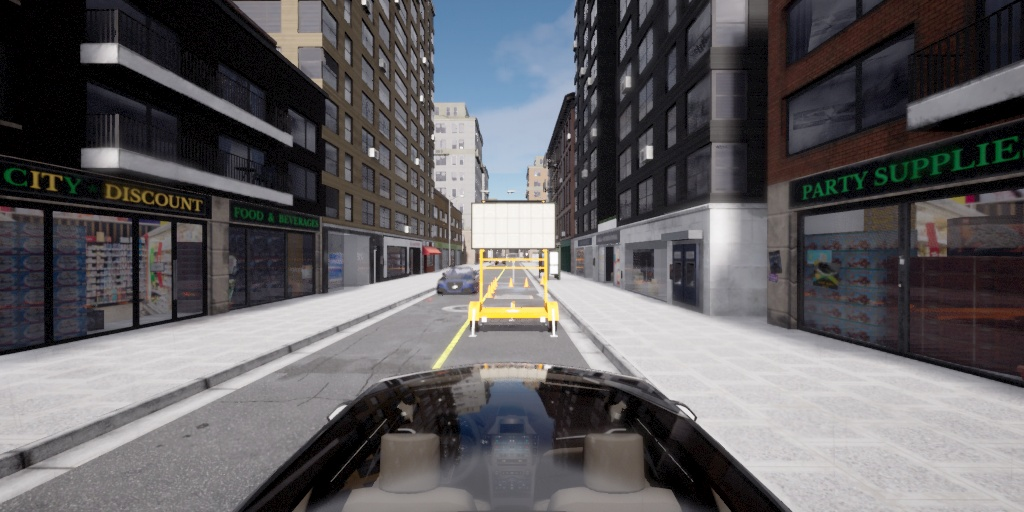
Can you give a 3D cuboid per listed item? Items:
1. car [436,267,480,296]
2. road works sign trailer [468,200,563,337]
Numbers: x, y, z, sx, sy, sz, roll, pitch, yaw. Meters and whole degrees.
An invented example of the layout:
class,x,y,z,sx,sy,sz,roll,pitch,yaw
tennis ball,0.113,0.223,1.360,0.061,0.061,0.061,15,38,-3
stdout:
class,x,y,z,sx,sy,sz,roll,pitch,yaw
car,-2.763,1.310,19.340,1.994,1.385,4.181,0,0,0
road works sign trailer,0.044,0.213,10.271,2.380,3.560,2.880,0,0,0
